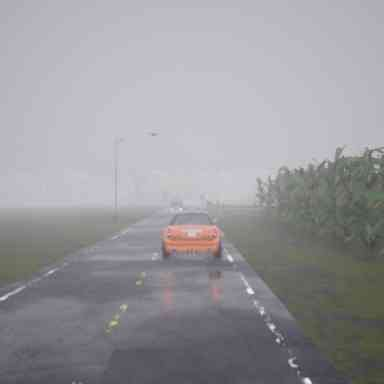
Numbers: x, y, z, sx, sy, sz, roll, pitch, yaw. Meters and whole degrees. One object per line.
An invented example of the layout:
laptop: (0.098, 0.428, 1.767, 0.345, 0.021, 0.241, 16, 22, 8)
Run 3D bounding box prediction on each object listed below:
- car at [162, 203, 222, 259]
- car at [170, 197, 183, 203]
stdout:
car: (0.009, 1.499, 13.428, 2.097, 1.767, 4.553, 0, -1, 0)
car: (-2.805, 1.910, 61.507, 2.150, 2.045, 5.566, 0, -1, 0)
